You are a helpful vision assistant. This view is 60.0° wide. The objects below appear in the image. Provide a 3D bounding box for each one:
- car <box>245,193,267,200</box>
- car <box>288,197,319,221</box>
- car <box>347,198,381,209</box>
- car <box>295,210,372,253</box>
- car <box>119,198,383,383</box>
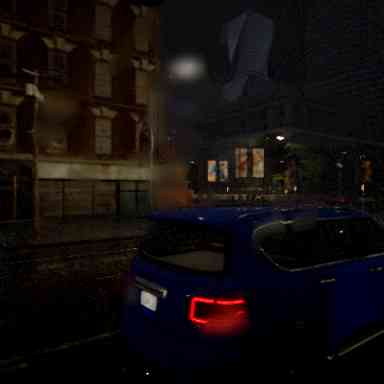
[{"bbox_3d":[10.568,0.887,54.982,2.097,1.767,4.553,0,0,-23],"label":"car"},{"bbox_3d":[9.033,1.305,27.179,2.097,1.767,4.553,0,0,15],"label":"car"},{"bbox_3d":[23.660,1.501,45.864,1.895,1.301,4.718,0,0,-6],"label":"car"},{"bbox_3d":[6.345,1.573,14.571,1.895,1.301,4.718,0,0,38],"label":"car"},{"bbox_3d":[1.674,1.213,5.078,5.566,2.045,2.150,0,0,-38],"label":"car"}]
